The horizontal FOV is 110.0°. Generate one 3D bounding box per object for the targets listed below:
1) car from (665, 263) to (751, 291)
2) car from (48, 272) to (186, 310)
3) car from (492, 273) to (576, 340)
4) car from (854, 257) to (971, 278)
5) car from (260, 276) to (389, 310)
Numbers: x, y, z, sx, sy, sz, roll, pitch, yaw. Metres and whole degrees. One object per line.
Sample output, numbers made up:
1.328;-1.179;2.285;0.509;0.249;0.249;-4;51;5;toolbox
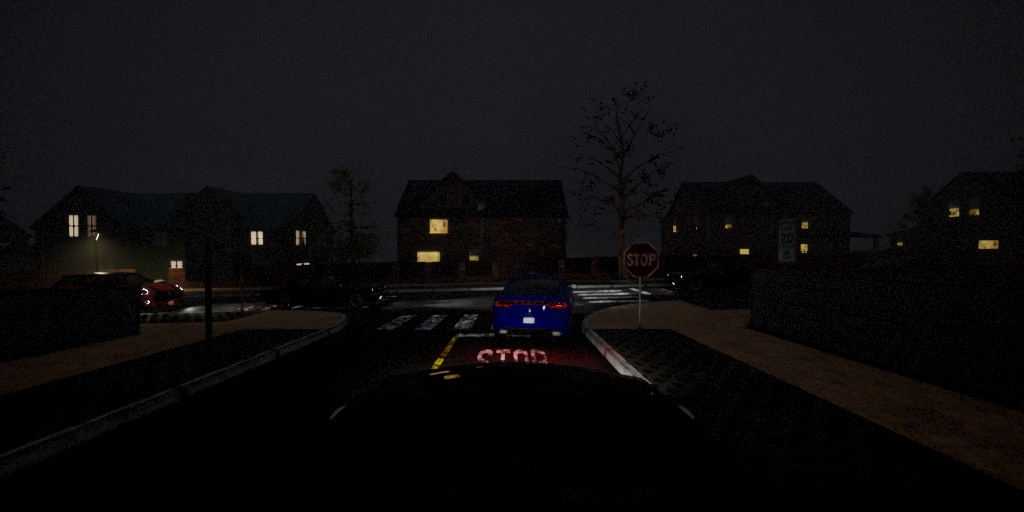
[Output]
10.396;1.034;18.256;4.718;1.301;1.895;-1;1;-1;car
-16.811;1.471;15.298;4.553;1.767;2.097;-1;1;0;car
0.779;1.226;10.113;1.882;1.535;5.008;0;0;10;car
20.042;0.753;18.300;5.357;1.411;2.033;-1;1;0;car
-7.823;1.506;15.314;4.718;1.301;1.895;-1;1;0;car
